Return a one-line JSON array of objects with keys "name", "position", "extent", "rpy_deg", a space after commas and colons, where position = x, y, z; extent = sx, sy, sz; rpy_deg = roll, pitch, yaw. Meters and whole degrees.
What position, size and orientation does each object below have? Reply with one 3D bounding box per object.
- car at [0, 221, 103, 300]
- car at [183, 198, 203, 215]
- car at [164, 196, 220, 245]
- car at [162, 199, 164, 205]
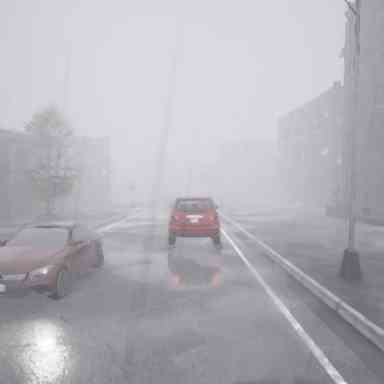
[{"name": "car", "position": [-3.589, 1.513, 8.472], "extent": [1.812, 1.442, 4.674], "rpy_deg": [0, 0, 0]}, {"name": "car", "position": [0.089, 1.414, 33.827], "extent": [1.882, 1.535, 5.008], "rpy_deg": [0, 0, 0]}, {"name": "car", "position": [0.095, 1.197, 15.597], "extent": [2.150, 2.045, 5.566], "rpy_deg": [0, 0, 0]}, {"name": "car", "position": [-3.560, 1.352, 52.633], "extent": [2.033, 1.411, 5.357], "rpy_deg": [0, 1, 1]}]
